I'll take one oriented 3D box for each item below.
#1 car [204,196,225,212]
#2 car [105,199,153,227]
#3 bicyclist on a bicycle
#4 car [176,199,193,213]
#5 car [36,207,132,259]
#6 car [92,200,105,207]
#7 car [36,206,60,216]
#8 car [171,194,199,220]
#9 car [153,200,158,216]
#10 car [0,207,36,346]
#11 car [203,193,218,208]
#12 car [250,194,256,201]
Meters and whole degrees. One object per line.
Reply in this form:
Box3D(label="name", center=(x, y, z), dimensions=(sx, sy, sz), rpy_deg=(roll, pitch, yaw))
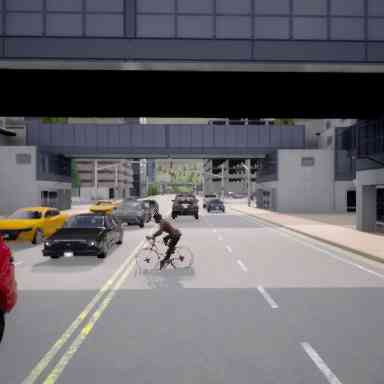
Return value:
Box3D(label="car", center=(2.668, 1.526, 37.992), dimensions=(1.812, 1.442, 4.674), rpy_deg=(0, 0, -1))
Box3D(label="car", center=(-4.111, 1.352, 22.416), dimensions=(2.097, 1.767, 4.553), rpy_deg=(0, 0, -1))
Box3D(label="bicyclist on a bicycle", center=(-0.802, 1.455, 9.532), dimensions=(1.656, 1.620, 0.582), rpy_deg=(-2, 0, -1))
Box3D(label="car", center=(-0.828, 1.526, 37.908), dimensions=(1.812, 1.442, 4.674), rpy_deg=(0, 0, -1))
Box3D(label="car", center=(-3.887, 1.547, 12.943), dimensions=(2.033, 1.411, 5.357), rpy_deg=(0, 0, -2))
Box3D(label="car", center=(-7.777, 1.477, 29.962), dimensions=(1.882, 1.535, 5.008), rpy_deg=(0, 0, -1))
Box3D(label="car", center=(-7.450, 1.478, 15.685), dimensions=(1.882, 1.535, 5.008), rpy_deg=(0, 0, -1))
Box3D(label="car", center=(-0.564, 1.221, 28.211), dimensions=(2.150, 2.045, 5.566), rpy_deg=(0, 0, -1))
Box3D(label="car", center=(-4.145, 1.526, 27.455), dimensions=(1.812, 1.442, 4.674), rpy_deg=(0, 0, -1))
Box3D(label="car", center=(-3.624, 1.222, 2.705), dimensions=(2.150, 2.045, 5.566), rpy_deg=(0, 0, -2))
Box3D(label="car", center=(2.821, 1.221, 47.498), dimensions=(2.150, 2.045, 5.566), rpy_deg=(0, 0, 8))
Box3D(label="car", center=(14.742, 1.153, 77.916), dimensions=(1.932, 1.855, 4.605), rpy_deg=(0, 0, -2))
